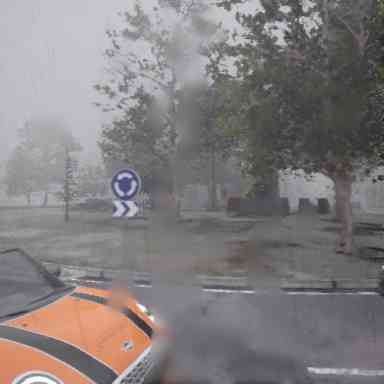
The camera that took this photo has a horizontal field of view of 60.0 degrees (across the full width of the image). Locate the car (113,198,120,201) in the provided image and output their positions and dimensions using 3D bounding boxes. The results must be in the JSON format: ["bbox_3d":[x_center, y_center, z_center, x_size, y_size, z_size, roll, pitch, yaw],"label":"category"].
[{"bbox_3d":[-10.422,1.476,42.800,5.357,1.411,2.033,0,0,-35],"label":"car"}]

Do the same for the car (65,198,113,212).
[{"bbox_3d":[-11.717,1.433,37.211,1.837,1.490,4.892,-1,-1,42],"label":"car"}]

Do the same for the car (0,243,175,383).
[{"bbox_3d":[-2.479,1.342,3.441,4.553,1.767,2.097,0,0,18],"label":"car"}]

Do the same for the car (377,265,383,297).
[{"bbox_3d":[5.772,1.547,5.927,4.674,1.442,1.812,0,1,-7],"label":"car"}]

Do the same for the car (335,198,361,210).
[{"bbox_3d":[20.889,1.579,44.601,1.812,1.442,4.674,0,0,-1],"label":"car"}]

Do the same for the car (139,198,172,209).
[{"bbox_3d":[-4.342,1.468,42.700,4.902,1.511,2.128,0,0,-23],"label":"car"}]
